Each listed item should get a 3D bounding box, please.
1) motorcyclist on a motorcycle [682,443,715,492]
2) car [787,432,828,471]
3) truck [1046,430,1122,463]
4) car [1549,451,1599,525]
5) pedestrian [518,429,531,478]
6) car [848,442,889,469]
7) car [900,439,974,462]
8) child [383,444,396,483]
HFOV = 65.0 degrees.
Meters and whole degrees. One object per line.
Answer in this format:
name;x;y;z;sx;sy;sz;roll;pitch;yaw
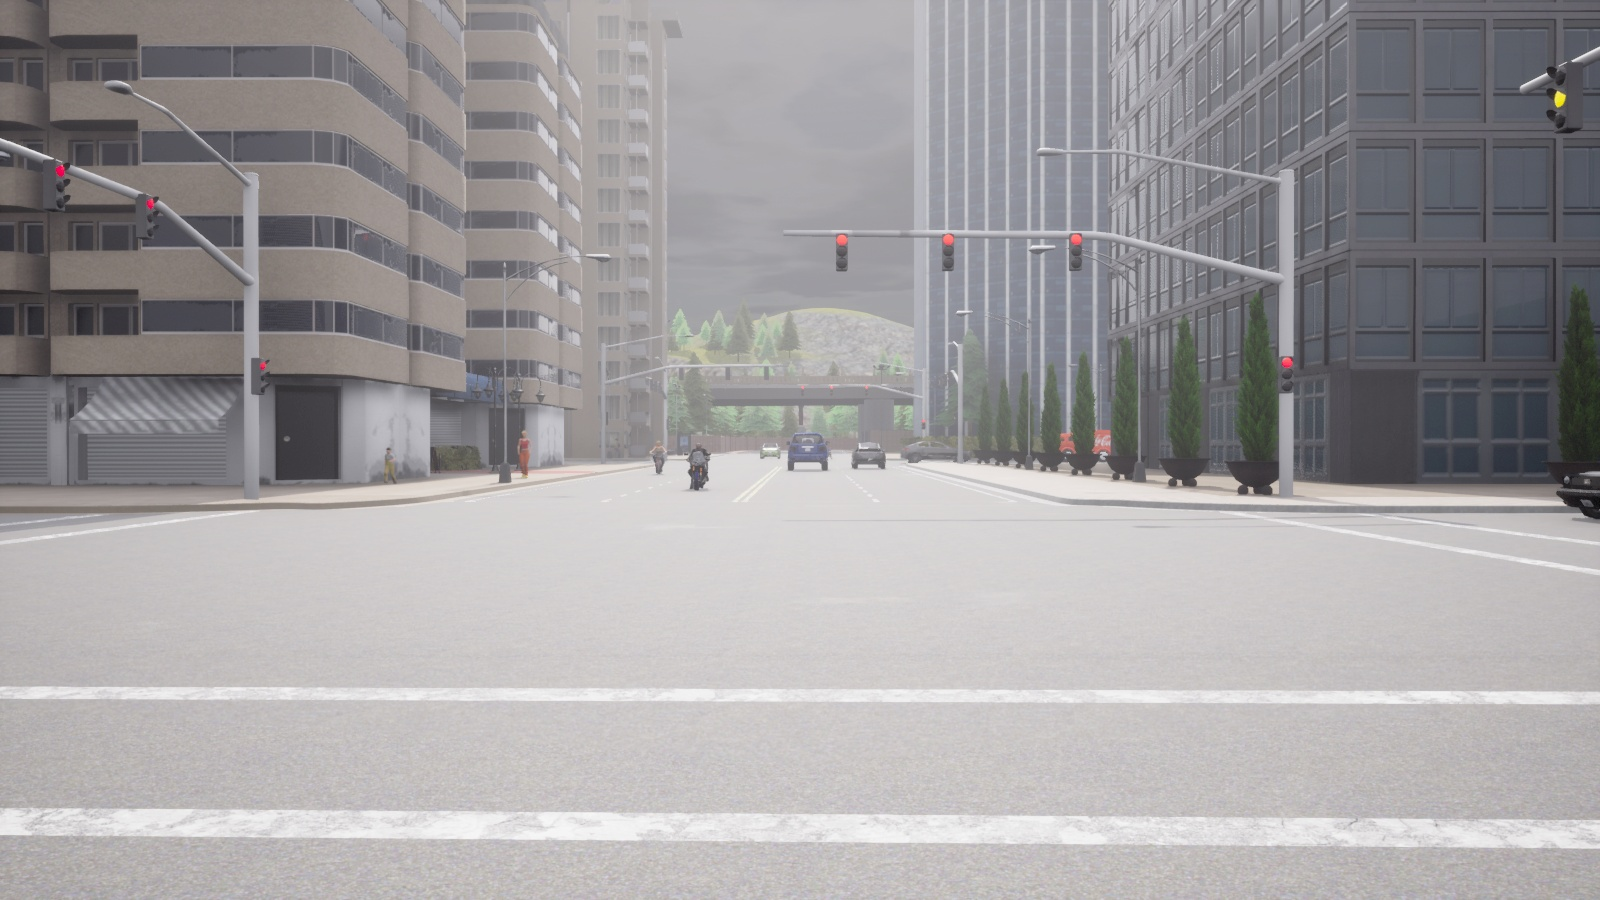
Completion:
motorcyclist on a motorcycle;-3.242;0.551;40.296;0.866;1.530;2.191;0;0;0
car;0.429;0.077;68.917;2.150;2.045;5.566;0;0;0
truck;21.701;-0.265;96.011;5.204;2.467;2.627;0;0;0
car;16.486;0.677;22.714;4.718;1.301;1.895;0;0;1
pedestrian;-10.487;0.124;47.738;0.345;1.836;0.594;0;0;3
car;3.955;0.294;72.949;2.128;1.511;4.902;0;0;0
car;9.679;0.031;88.963;5.027;1.651;2.152;0;0;0
child;-13.376;0.443;40.905;0.270;1.263;0.437;0;0;5
